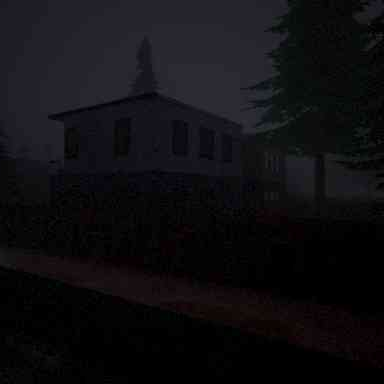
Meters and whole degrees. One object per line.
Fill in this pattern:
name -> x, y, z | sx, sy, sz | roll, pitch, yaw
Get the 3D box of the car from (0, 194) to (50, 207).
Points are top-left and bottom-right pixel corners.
car -> -14.710, 1.202, 29.549 | 2.150, 2.045, 5.566 | 0, 0, 27
